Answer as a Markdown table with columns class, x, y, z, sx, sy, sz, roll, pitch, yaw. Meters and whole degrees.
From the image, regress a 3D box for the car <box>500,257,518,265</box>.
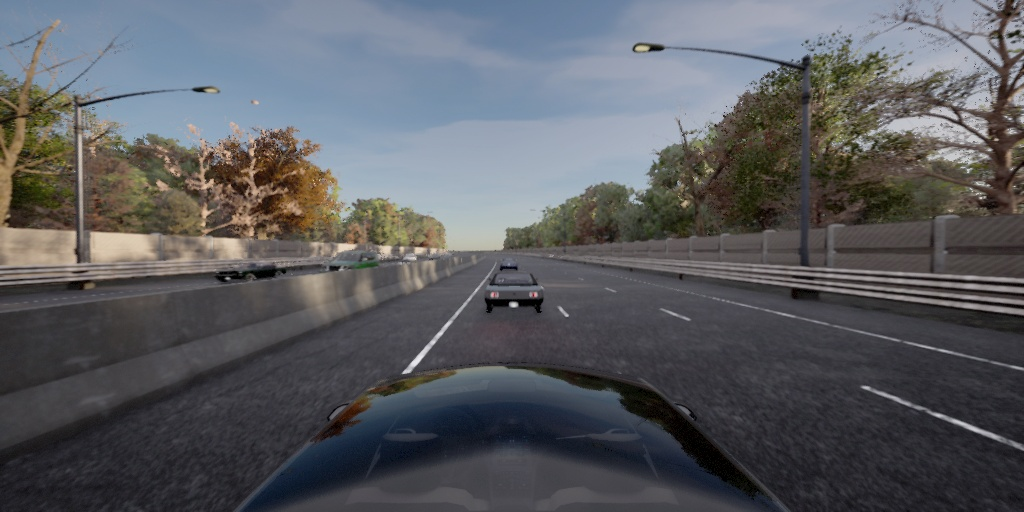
| class | x | y | z | sx | sy | sz | roll | pitch | yaw |
| --- | --- | --- | --- | --- | --- | --- | --- | --- | --- |
| car | -0.352 | 0.832 | 40.007 | 1.994 | 1.385 | 4.181 | 0 | 1 | -1 |

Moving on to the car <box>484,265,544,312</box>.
| class | x | y | z | sx | sy | sz | roll | pitch | yaw |
| --- | --- | --- | --- | --- | --- | --- | --- | --- | --- |
| car | 0.050 | 1.204 | 13.342 | 1.895 | 1.301 | 4.718 | 0 | 1 | 0 |

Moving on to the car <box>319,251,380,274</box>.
| class | x | y | z | sx | sy | sz | roll | pitch | yaw |
| --- | --- | --- | --- | --- | --- | --- | --- | --- | --- |
| car | -10.754 | 0.689 | 24.320 | 2.150 | 2.045 | 5.566 | 0 | 1 | -1 |

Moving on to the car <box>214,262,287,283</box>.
| class | x | y | z | sx | sy | sz | roll | pitch | yaw |
| --- | --- | --- | --- | --- | --- | --- | --- | --- | --- |
| car | -17.757 | 1.067 | 24.596 | 1.895 | 1.301 | 4.718 | 0 | 1 | -1 |
